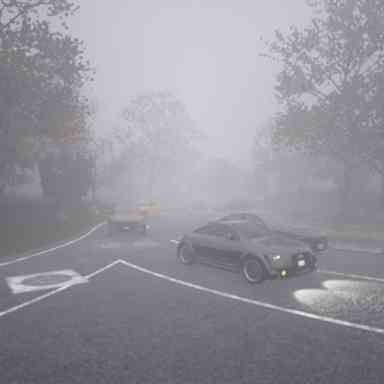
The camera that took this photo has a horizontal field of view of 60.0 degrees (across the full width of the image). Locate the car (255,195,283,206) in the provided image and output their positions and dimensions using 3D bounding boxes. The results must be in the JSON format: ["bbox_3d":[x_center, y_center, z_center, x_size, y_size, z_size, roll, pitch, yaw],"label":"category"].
[{"bbox_3d":[9.747,1.264,44.236,4.553,1.767,2.097,-1,0,-16],"label":"car"}]

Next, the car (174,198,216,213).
[{"bbox_3d":[0.038,1.478,37.351,2.128,1.511,4.902,0,0,40],"label":"car"}]

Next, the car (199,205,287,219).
[{"bbox_3d":[2.677,1.472,12.728,1.882,1.535,5.008,-1,1,-37],"label":"car"}]

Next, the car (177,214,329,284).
[{"bbox_3d":[1.405,1.561,9.671,1.994,1.385,4.181,0,0,-40],"label":"car"}]

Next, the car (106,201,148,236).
[{"bbox_3d":[-3.682,1.473,18.552,1.882,1.535,5.008,0,0,-12],"label":"car"}]

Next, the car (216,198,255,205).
[{"bbox_3d":[4.506,1.486,37.664,4.892,1.490,1.837,0,-1,-40],"label":"car"}]

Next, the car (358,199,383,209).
[{"bbox_3d":[22.904,1.539,41.095,4.181,1.385,1.994,1,0,23],"label":"car"}]

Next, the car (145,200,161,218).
[{"bbox_3d":[-4.143,1.470,27.901,1.882,1.535,5.008,0,0,14],"label":"car"}]
